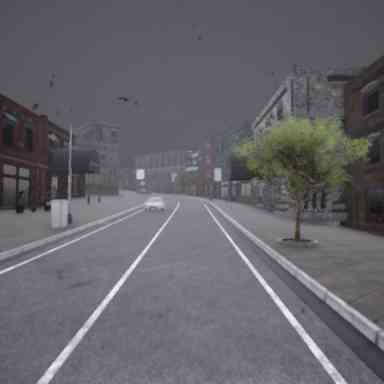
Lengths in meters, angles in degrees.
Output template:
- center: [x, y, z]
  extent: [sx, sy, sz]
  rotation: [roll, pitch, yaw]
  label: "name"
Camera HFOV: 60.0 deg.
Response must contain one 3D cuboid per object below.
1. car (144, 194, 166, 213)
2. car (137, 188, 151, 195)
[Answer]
- center: [-3.604, 1.209, 33.186]
  extent: [1.812, 1.442, 4.674]
  rotation: [0, 1, 0]
  label: "car"
- center: [-10.515, -0.079, 73.322]
  extent: [1.994, 1.385, 4.181]
  rotation: [1, 2, -31]
  label: "car"
